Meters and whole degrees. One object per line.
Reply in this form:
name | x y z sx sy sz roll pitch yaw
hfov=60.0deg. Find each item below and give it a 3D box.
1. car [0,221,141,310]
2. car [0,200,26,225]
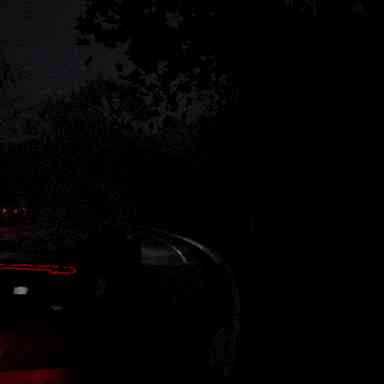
car | -2.598 1.477 7.954 1.882 1.535 5.008 1 0 5
car | -14.313 1.349 23.930 4.553 1.767 2.097 0 0 20
